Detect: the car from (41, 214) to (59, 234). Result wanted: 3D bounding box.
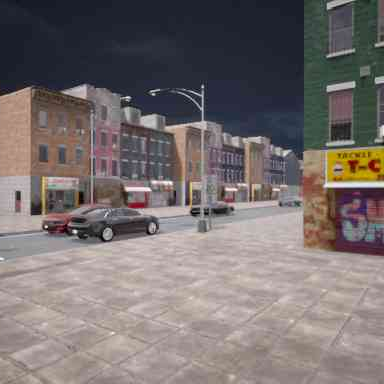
[{"bbox_3d":[-5.672,1.403,18.210,1.882,1.535,5.008,0,0,34],"label":"car"}]

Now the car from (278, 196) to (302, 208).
[{"bbox_3d":[13.075,1.269,44.235,1.837,1.490,4.892,0,0,36],"label":"car"}]

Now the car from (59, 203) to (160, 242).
[{"bbox_3d":[-3.602,1.443,16.217,1.837,1.490,4.892,0,0,36],"label":"car"}]

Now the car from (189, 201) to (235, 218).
[{"bbox_3d":[1.747,1.459,28.567,1.895,1.301,4.718,0,0,36],"label":"car"}]
